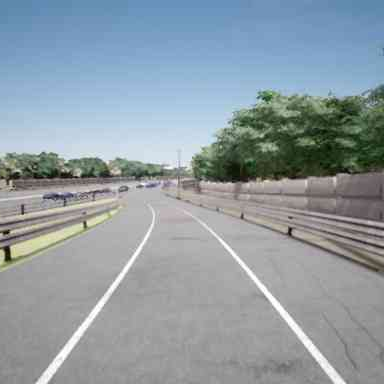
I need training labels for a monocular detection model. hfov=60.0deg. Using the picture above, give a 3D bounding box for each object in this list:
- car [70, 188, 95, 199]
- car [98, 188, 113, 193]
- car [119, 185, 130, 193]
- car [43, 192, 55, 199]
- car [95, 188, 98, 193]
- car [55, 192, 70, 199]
[{"bbox_3d":[-22.580,0.528,69.001,2.097,1.767,4.553,0,3,8],"label":"car"},{"bbox_3d":[-22.979,-0.440,90.058,1.837,1.490,4.892,0,3,8],"label":"car"},{"bbox_3d":[-18.926,-0.616,93.511,2.128,1.511,4.902,0,3,8],"label":"car"},{"bbox_3d":[-29.494,0.702,70.099,1.994,1.385,4.181,0,3,8],"label":"car"},{"bbox_3d":[-26.436,-0.357,90.608,1.895,1.301,4.718,0,3,8],"label":"car"},{"bbox_3d":[-26.035,0.684,69.566,1.812,1.442,4.674,0,3,8],"label":"car"}]
